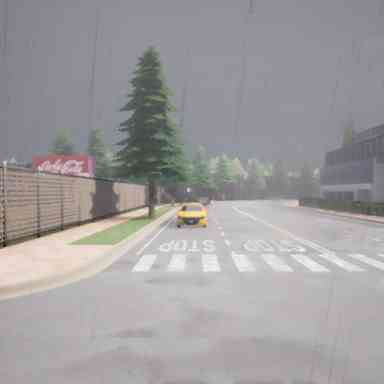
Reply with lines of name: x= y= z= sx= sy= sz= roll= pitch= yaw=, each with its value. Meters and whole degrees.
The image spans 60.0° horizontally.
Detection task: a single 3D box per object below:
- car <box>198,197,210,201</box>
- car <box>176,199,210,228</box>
car: x=1.747 y=1.540 z=53.833 sx=2.128 sy=1.511 sz=4.902 roll=0 pitch=0 yaw=12
car: x=0.014 y=1.500 z=22.359 sx=1.882 sy=1.535 sz=5.008 roll=0 pitch=0 yaw=1
